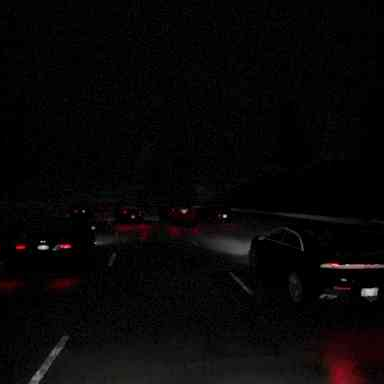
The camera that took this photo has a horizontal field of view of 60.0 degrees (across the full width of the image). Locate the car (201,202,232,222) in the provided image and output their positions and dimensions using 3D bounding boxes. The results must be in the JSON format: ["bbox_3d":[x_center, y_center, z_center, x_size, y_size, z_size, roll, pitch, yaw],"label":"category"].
[{"bbox_3d":[1.796,1.657,28.374,1.837,1.490,4.892,0,0,-19],"label":"car"}]

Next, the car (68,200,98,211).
[{"bbox_3d":[-10.390,1.735,30.944,2.033,1.411,5.357,0,0,-24],"label":"car"}]

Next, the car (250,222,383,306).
[{"bbox_3d":[2.831,1.532,8.171,2.128,1.511,4.902,0,0,-6],"label":"car"}]

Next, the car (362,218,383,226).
[{"bbox_3d":[6.100,1.537,10.274,2.128,1.511,4.902,0,0,-7],"label":"car"}]

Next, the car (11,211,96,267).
[{"bbox_3d":[-4.615,1.621,11.808,2.033,1.411,5.357,0,0,-10],"label":"car"}]

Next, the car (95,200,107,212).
[{"bbox_3d":[-12.078,1.725,41.461,1.882,1.535,5.008,0,-1,-30],"label":"car"}]

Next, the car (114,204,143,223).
[{"bbox_3d":[-5.211,1.683,27.143,1.812,1.442,4.674,0,0,-20],"label":"car"}]

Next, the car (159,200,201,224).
[{"bbox_3d":[-1.222,1.498,26.376,2.097,1.767,4.553,0,0,-18],"label":"car"}]
